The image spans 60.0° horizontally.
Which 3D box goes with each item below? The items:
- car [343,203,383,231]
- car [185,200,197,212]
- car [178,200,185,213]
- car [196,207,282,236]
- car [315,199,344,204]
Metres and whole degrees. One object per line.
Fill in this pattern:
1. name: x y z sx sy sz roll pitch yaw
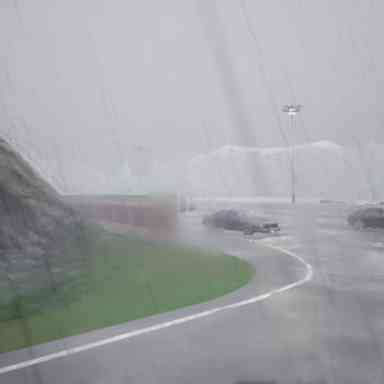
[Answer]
1. car: 11.760 1.595 19.695 1.837 1.490 4.892 -1 0 -35
2. car: -1.174 1.804 44.078 2.128 1.511 4.902 -1 0 -35
3. car: -3.236 1.858 40.947 1.812 1.442 4.674 -1 0 -35
4. car: 2.825 1.755 20.212 2.033 1.411 5.357 -1 0 -35
5. car: 15.602 1.588 38.866 1.837 1.490 4.892 -1 0 -35
